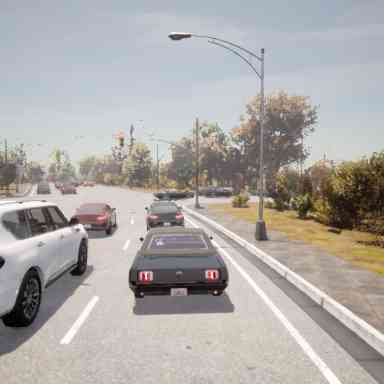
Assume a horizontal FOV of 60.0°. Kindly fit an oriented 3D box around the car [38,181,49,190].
[{"bbox_3d":[-30.712,-1.368,68.767,1.882,1.535,5.008,-1,3,-25],"label":"car"}]

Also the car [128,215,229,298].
[{"bbox_3d":[-0.386,1.525,8.356,1.895,1.301,4.718,0,1,-4],"label":"car"}]

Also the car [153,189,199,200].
[{"bbox_3d":[-2.028,0.308,38.416,4.718,1.301,1.895,-1,3,-22],"label":"car"}]

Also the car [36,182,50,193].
[{"bbox_3d":[-23.028,-0.483,51.643,1.837,1.490,4.892,-1,3,-23],"label":"car"}]

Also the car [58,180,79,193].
[{"bbox_3d":[-19.275,-0.643,51.803,2.097,1.767,4.553,-1,3,-23],"label":"car"}]

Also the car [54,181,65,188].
[{"bbox_3d":[-31.244,-1.773,78.194,2.128,1.511,4.902,-1,3,-25],"label":"car"}]

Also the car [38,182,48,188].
[{"bbox_3d":[-34.900,-1.723,77.756,1.994,1.385,4.181,-1,3,-25],"label":"car"}]

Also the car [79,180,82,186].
[{"bbox_3d":[-28.995,-1.992,81.648,1.882,1.535,5.008,-1,3,-25],"label":"car"}]

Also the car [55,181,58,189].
[{"bbox_3d":[-26.986,-1.508,69.050,2.097,1.767,4.553,-1,3,-25],"label":"car"}]

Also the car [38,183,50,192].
[{"bbox_3d":[-26.602,-0.840,59.791,1.994,1.385,4.181,-1,3,-24],"label":"car"}]

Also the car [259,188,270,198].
[{"bbox_3d":[12.947,0.187,48.320,5.357,1.411,2.033,1,2,-22],"label":"car"}]

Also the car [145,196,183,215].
[{"bbox_3d":[-1.461,1.219,17.376,1.812,1.442,4.674,0,2,-8],"label":"car"}]

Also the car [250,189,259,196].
[{"bbox_3d":[11.128,0.024,51.346,4.181,1.385,1.994,1,2,-21],"label":"car"}]

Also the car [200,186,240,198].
[{"bbox_3d":[3.969,0.103,44.762,4.718,1.301,1.895,0,3,-22],"label":"car"}]

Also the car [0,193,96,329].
[{"bbox_3d":[-3.808,1.174,6.951,2.150,2.045,5.566,0,1,-4],"label":"car"}]

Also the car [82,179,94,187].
[{"bbox_3d":[-25.984,-2.201,83.466,2.097,1.767,4.553,-1,3,-25],"label":"car"}]

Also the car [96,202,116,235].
[{"bbox_3d":[-4.896,1.247,16.780,1.812,1.442,4.674,0,2,-8],"label":"car"}]
